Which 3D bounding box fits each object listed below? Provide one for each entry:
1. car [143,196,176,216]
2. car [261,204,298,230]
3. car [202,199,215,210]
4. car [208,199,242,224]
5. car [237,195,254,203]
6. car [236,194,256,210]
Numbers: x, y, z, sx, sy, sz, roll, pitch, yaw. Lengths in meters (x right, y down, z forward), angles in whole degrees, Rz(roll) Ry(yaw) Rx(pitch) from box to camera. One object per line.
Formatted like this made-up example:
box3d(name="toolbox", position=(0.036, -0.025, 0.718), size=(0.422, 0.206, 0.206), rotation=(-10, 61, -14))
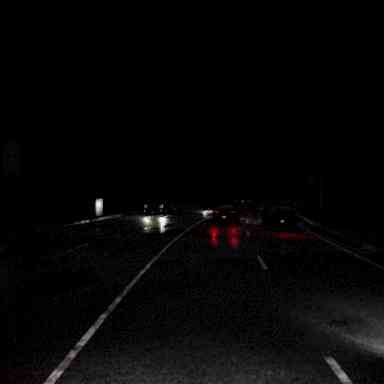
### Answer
box3d(name="car", position=(-3.151, 1.324, 32.782), size=(2.097, 1.767, 4.553), rotation=(0, 0, 13))
box3d(name="car", position=(5.465, 1.484, 21.145), size=(1.882, 1.535, 5.008), rotation=(0, 0, 9))
box3d(name="car", position=(2.726, 1.533, 41.565), size=(2.033, 1.411, 5.357), rotation=(0, 0, 16))
box3d(name="car", position=(2.591, 1.521, 25.035), size=(1.812, 1.442, 4.674), rotation=(0, 0, 10))
box3d(name="car", position=(11.567, 1.473, 71.828), size=(2.033, 1.411, 5.357), rotation=(0, 0, 28))
box3d(name="car", position=(6.819, 1.222, 42.219), size=(2.150, 2.045, 5.566), rotation=(0, 0, 17))
